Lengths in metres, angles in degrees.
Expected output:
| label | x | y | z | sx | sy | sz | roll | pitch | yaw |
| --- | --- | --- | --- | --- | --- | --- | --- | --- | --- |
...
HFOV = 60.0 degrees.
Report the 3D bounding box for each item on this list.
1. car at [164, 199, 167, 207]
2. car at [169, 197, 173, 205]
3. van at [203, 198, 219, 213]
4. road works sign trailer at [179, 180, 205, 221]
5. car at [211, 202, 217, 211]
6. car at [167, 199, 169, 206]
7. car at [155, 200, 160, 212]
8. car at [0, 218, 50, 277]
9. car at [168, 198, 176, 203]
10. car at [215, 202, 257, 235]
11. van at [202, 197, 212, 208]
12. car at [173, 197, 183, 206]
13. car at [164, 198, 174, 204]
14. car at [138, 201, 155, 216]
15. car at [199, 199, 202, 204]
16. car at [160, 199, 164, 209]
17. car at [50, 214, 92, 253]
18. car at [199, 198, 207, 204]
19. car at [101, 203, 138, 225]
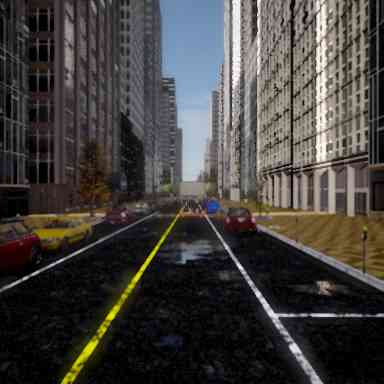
| label | x | y | z | sx | sy | sz | roll | pitch | yaw |
| --- | --- | --- | --- | --- | --- | --- | --- | --- | --- |
| car | -5.687 | 2.050 | 54.284 | 2.008 | 1.369 | 4.403 | -1 | -1 | 0 |
| car | -5.683 | 2.207 | 71.334 | 2.008 | 1.369 | 4.403 | -1 | -1 | 0 |
| van | 2.690 | 1.736 | 42.917 | 1.690 | 1.788 | 3.998 | -1 | -1 | 0 |
| road works sign trailer | 0.007 | 0.743 | 30.275 | 2.380 | 3.560 | 2.880 | 0 | -1 | 0 |
| car | 2.688 | 1.765 | 26.035 | 1.752 | 1.417 | 4.829 | -1 | -1 | 0 |
| car | -5.685 | 2.134 | 59.967 | 1.802 | 1.307 | 4.206 | -1 | -1 | 0 |
| car | -5.689 | 1.961 | 42.917 | 1.947 | 1.339 | 4.313 | -1 | -1 | 0 |
| car | -5.697 | 1.522 | 8.818 | 1.967 | 1.590 | 4.097 | -1 | -1 | 0 |
| car | -5.678 | 2.446 | 94.067 | 1.802 | 1.307 | 4.206 | -1 | -1 | 0 |
| car | 2.686 | 1.626 | 20.183 | 1.967 | 1.590 | 4.097 | -1 | -1 | 0 |
| van | 2.693 | 1.893 | 59.967 | 1.690 | 1.788 | 3.998 | -1 | -1 | 0 |
| car | -2.986 | 2.193 | 71.765 | 2.033 | 1.411 | 5.357 | 0 | -1 | 0 |
| car | -5.681 | 2.311 | 82.700 | 2.008 | 1.369 | 4.403 | -1 | -1 | 0 |
| car | -5.690 | 1.894 | 37.233 | 2.008 | 1.369 | 4.403 | -1 | -1 | 0 |
| car | 2.692 | 1.815 | 54.284 | 2.192 | 1.841 | 5.009 | -1 | -1 | 0 |
| car | -5.688 | 1.992 | 48.600 | 1.887 | 1.381 | 4.507 | -1 | -1 | 0 |
| car | -5.695 | 1.658 | 14.330 | 1.752 | 1.417 | 4.829 | -1 | -1 | 0 |
| car | 2.700 | 2.311 | 82.699 | 2.008 | 1.369 | 4.403 | -1 | -1 | 0 |
| car | -5.693 | 1.678 | 25.868 | 1.967 | 1.590 | 4.097 | -1 | -1 | 0 |
